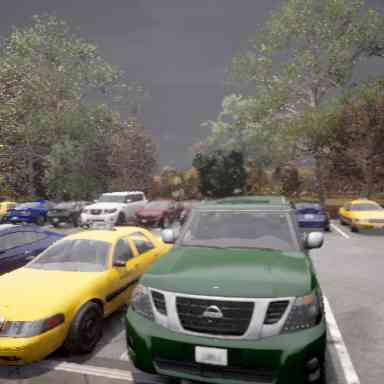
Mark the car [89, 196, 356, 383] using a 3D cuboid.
[{"bbox_3d":[0.894,1.137,5.775,2.435,2.045,5.566,-1,1,15],"label":"car"}]

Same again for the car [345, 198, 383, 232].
[{"bbox_3d":[8.782,1.109,17.033,1.946,1.575,5.366,-1,1,15],"label":"car"}]

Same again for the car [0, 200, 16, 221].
[{"bbox_3d":[-15.291,1.431,23.695,2.163,1.488,4.792,0,1,15],"label":"car"}]

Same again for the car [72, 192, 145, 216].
[{"bbox_3d":[-4.578,1.027,20.799,2.435,2.045,5.566,-1,1,15],"label":"car"}]

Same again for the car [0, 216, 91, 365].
[{"bbox_3d":[-1.849,1.422,6.358,1.946,1.575,5.366,-1,1,15],"label":"car"}]

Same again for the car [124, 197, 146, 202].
[{"bbox_3d":[-1.885,1.244,20.111,2.097,1.535,5.008,-1,1,15],"label":"car"}]

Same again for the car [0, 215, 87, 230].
[{"bbox_3d":[-4.506,1.496,7.271,2.002,1.452,4.674,-1,1,15],"label":"car"}]

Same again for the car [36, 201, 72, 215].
[{"bbox_3d":[-7.246,1.313,21.547,2.231,1.521,4.892,-1,1,15],"label":"car"}]

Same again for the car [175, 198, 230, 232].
[{"bbox_3d":[0.795,1.210,19.388,2.097,1.535,5.008,-1,1,15],"label":"car"}]

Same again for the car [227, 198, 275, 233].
[{"bbox_3d":[3.474,1.177,18.665,2.231,1.521,4.892,-1,1,15],"label":"car"}]

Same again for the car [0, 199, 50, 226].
[{"bbox_3d":[-12.559,1.366,23.179,1.946,1.575,5.366,-1,1,15],"label":"car"}]

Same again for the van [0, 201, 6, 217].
[{"bbox_3d":[-7.186,1.262,8.108,1.878,1.987,4.442,-1,1,15],"label":"van"}]

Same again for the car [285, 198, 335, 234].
[{"bbox_3d":[6.160,1.172,17.964,2.163,1.488,4.792,-1,1,15],"label":"car"}]

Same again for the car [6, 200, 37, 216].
[{"bbox_3d":[-9.928,1.343,22.272,2.097,1.535,5.008,-1,1,15],"label":"car"}]
